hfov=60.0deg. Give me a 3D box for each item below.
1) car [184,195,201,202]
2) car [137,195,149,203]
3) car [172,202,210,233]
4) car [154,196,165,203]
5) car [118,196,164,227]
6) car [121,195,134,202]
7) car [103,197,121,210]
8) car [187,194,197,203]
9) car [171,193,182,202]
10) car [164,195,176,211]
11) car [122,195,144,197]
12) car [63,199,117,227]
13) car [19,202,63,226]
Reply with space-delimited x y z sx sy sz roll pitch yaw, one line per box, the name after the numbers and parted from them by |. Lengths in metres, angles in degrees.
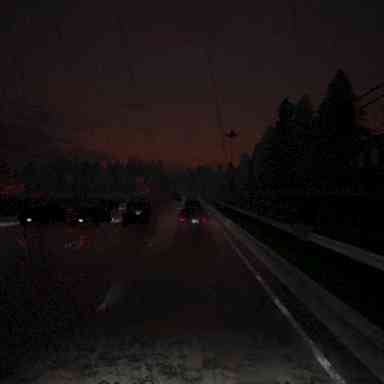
0.098 1.520 41.542 1.837 1.490 4.892 0 0 0 | car
-10.505 1.527 72.121 1.837 1.490 4.892 0 0 0 | car
0.099 1.555 19.685 2.033 1.411 5.357 0 0 0 | car
-7.005 1.566 72.121 2.033 1.411 5.357 0 0 0 | car
-3.401 1.360 23.108 2.097 1.767 4.553 0 0 0 | car
-14.005 1.337 72.123 1.882 1.535 5.008 0 0 0 | car
-10.402 1.520 41.522 1.837 1.490 4.892 0 0 0 | car
-0.005 1.382 72.509 2.097 1.767 4.553 0 0 0 | car
-3.505 1.252 72.152 2.150 2.045 5.566 0 0 0 | car
-3.402 1.520 41.509 1.837 1.490 4.892 0 0 0 | car
-6.903 1.507 41.419 2.128 1.511 4.902 0 0 0 | car
-6.902 1.514 23.075 1.837 1.490 4.892 0 0 0 | car
-10.401 1.514 23.650 1.837 1.490 4.892 0 0 0 | car
